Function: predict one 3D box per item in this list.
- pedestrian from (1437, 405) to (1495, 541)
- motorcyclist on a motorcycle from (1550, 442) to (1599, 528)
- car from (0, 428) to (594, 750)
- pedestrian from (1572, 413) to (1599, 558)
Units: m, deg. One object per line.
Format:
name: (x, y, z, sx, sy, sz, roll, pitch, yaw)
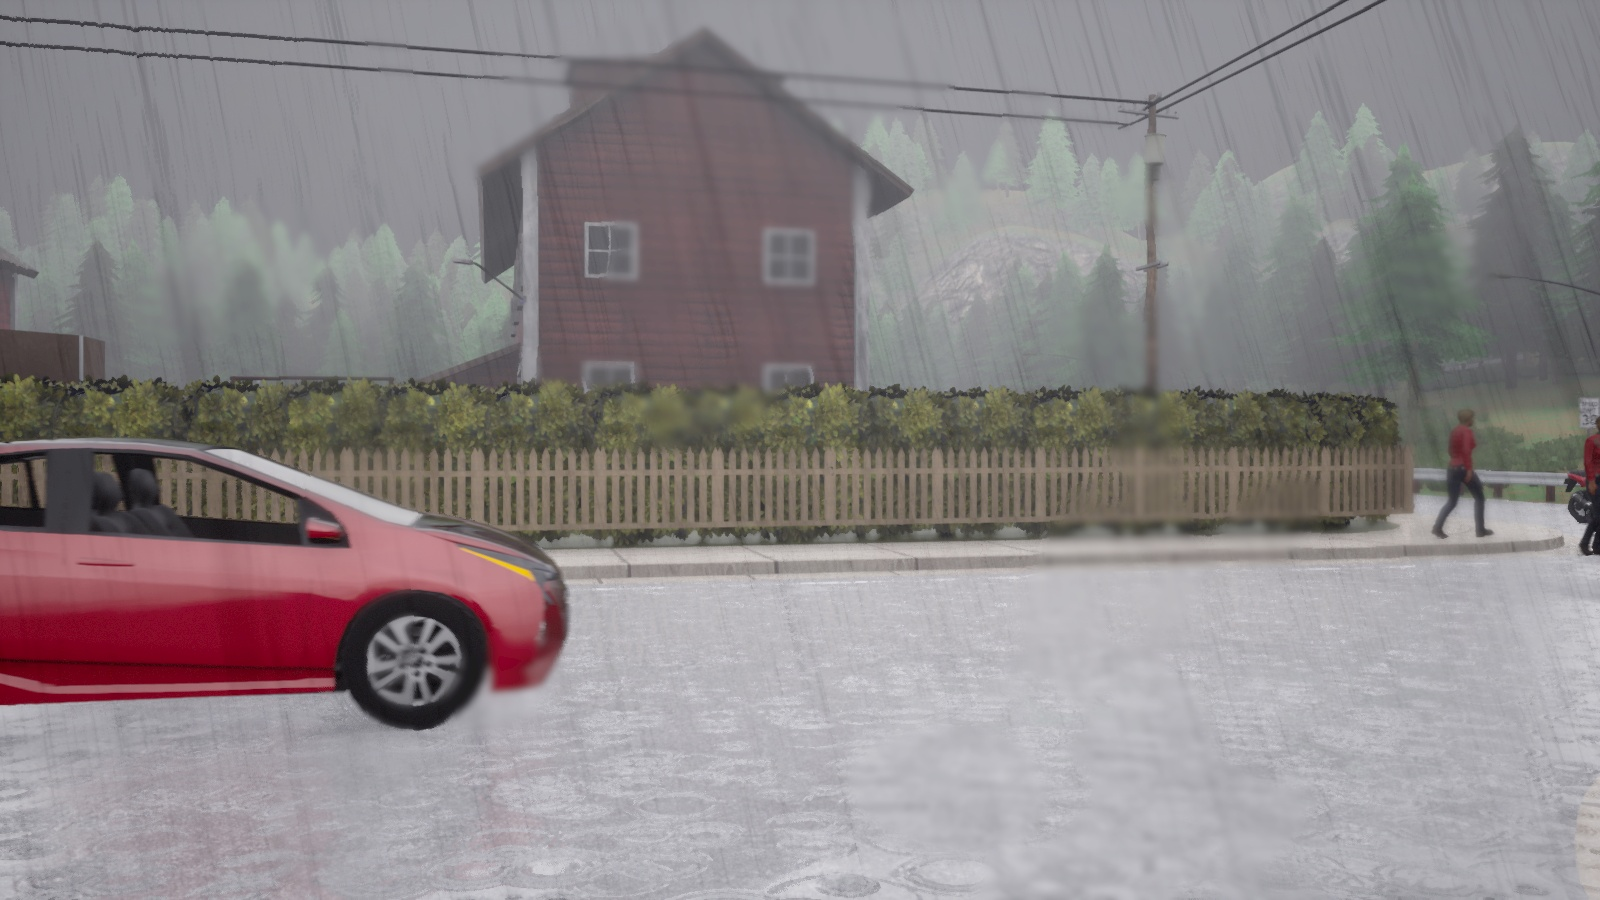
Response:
pedestrian: (9.119, 0.312, 17.195, 0.636, 1.846, 0.331, 0, 0, -13)
motorcyclist on a motorcycle: (14.483, 0.614, 22.300, 0.797, 1.523, 2.044, 0, 0, -13)
car: (-3.511, 0.650, 7.024, 4.514, 1.525, 2.007, 0, 0, -14)
pedestrian: (10.336, 0.455, 16.152, 0.331, 1.846, 0.636, 0, 0, -13)
